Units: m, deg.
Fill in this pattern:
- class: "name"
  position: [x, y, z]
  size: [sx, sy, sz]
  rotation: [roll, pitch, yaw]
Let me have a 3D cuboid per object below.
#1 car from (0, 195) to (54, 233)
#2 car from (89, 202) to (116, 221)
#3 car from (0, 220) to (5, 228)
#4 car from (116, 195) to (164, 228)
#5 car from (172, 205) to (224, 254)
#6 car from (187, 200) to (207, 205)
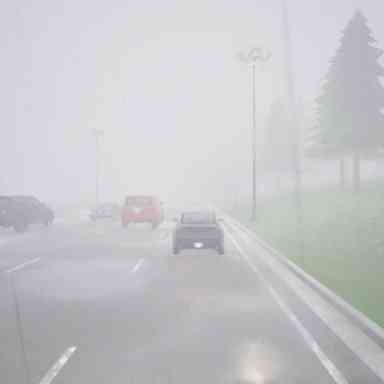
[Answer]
- class: "car"
  position: [-10.184, 1.197, 19.520]
  size: [2.150, 2.045, 5.566]
  rotation: [0, 0, 1]
- class: "car"
  position: [-6.590, 1.523, 26.591]
  size: [2.033, 1.411, 5.357]
  rotation: [0, 0, 1]
- class: "car"
  position: [-6.827, 1.589, 7.931]
  size: [1.895, 1.301, 4.718]
  rotation: [0, 0, 1]
- class: "car"
  position: [-3.152, 1.203, 21.938]
  size: [2.150, 2.045, 5.566]
  rotation: [0, 0, 1]
- class: "car"
  position: [0.242, 1.497, 13.494]
  size: [1.837, 1.490, 4.892]
  rotation: [0, 0, 1]
- class: "car"
  position: [0.482, 1.504, 32.478]
  size: [1.812, 1.442, 4.674]
  rotation: [0, 0, 1]
